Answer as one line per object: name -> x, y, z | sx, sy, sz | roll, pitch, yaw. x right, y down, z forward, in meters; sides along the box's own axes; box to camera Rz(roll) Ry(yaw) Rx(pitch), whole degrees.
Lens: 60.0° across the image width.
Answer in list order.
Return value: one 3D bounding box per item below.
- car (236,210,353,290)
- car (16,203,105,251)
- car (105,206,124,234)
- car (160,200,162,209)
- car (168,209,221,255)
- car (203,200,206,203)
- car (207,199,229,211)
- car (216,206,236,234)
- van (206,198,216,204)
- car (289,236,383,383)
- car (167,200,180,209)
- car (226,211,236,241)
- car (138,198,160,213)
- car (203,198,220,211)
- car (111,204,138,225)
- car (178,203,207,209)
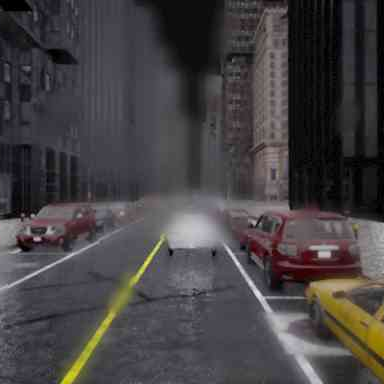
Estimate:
car -> 2.758, 1.404, 9.310 | 2.192, 1.841, 5.009 | 0, -1, 0
car -> -5.768, 1.457, 14.907 | 2.192, 1.841, 5.009 | 0, -1, 0
car -> -5.768, 1.761, 20.506 | 1.947, 1.339, 4.313 | 0, -1, 0
car -> -5.770, 1.985, 48.346 | 1.752, 1.417, 4.829 | 0, -1, 0
car -> 0.022, 1.658, 13.922 | 1.812, 1.442, 4.674 | 0, 0, 1
car -> 2.755, 1.848, 42.917 | 1.967, 1.590, 4.097 | 0, -1, 0
car -> 2.756, 1.741, 31.714 | 1.967, 1.590, 4.097 | 0, -1, 0
car -> 2.758, 1.761, 20.510 | 1.947, 1.339, 4.313 | 0, -1, 0
van -> 2.755, 1.695, 37.317 | 1.690, 1.788, 3.998 | 0, -1, 0
car -> 2.759, 1.563, 3.876 | 1.752, 1.417, 4.829 | 0, -1, 0
car -> -3.030, 2.093, 55.585 | 1.994, 1.385, 4.181 | 0, -1, 1
car -> 2.758, 1.724, 14.909 | 1.802, 1.307, 4.206 | 0, -1, 0
car -> -5.771, 1.723, 42.916 | 2.192, 1.841, 5.009 | 0, -1, 0
car -> 2.754, 1.776, 48.521 | 2.192, 1.841, 5.009 | 0, -1, 0
car -> -5.769, 1.688, 26.109 | 1.967, 1.590, 4.097 | 0, -1, 0
car -> 0.012, 1.869, 28.263 | 1.895, 1.301, 4.718 | 0, -1, 0
